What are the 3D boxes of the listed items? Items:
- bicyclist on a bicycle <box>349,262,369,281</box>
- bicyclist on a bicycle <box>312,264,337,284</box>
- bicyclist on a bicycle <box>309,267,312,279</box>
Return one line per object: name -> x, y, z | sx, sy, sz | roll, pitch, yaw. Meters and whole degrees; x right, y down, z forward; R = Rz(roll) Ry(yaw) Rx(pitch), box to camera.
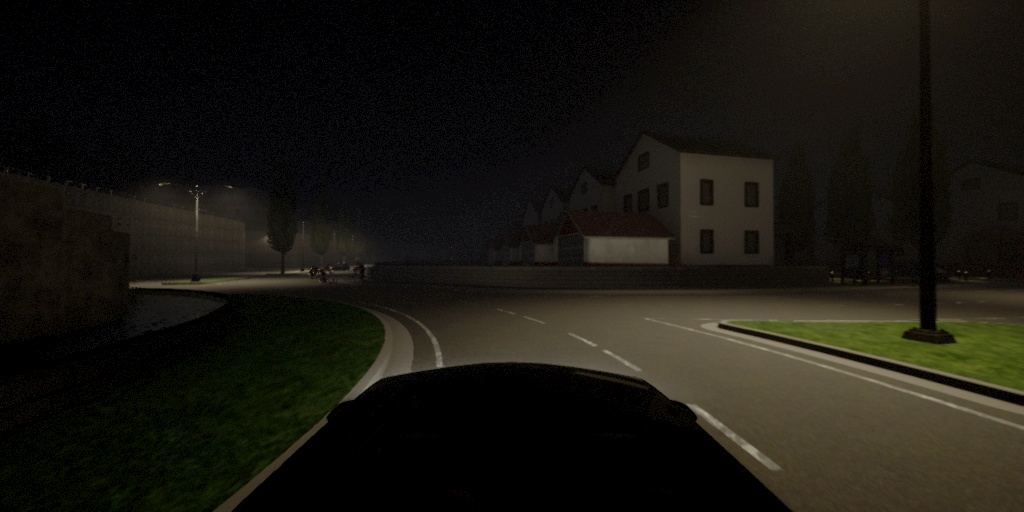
bicyclist on a bicycle -> -13.052, 1.329, 30.589 | 1.656, 1.620, 0.582 | 0, -1, -29
bicyclist on a bicycle -> -15.225, 1.471, 29.544 | 0.582, 1.620, 1.656 | 0, -1, 42
bicyclist on a bicycle -> -17.917, 1.709, 32.708 | 1.620, 1.656, 0.582 | -21, 23, 28
